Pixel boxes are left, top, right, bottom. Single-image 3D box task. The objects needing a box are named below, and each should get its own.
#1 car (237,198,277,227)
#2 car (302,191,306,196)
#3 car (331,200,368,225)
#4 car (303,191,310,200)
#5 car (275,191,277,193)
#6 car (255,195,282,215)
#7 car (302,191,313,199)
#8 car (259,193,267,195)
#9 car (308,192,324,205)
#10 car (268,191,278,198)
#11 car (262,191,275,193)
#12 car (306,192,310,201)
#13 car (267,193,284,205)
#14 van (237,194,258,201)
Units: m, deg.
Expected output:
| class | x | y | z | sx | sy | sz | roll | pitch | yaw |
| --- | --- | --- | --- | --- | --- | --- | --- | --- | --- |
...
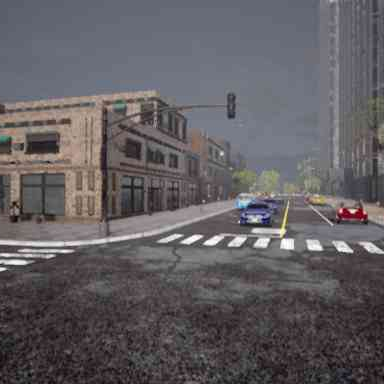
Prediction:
| class | x | y | z | sx | sy | sz | roll | pitch | yaw |
| --- | --- | --- | --- | --- | --- | --- | --- | --- | --- |
| car | 4.335 | 1.372 | 21.748 | 1.812 | 1.442 | 4.674 | 0 | 0 | 17 |
| car | 26.652 | 0.995 | 76.129 | 1.752 | 1.417 | 4.829 | 1 | 1 | 17 |
| car | 10.748 | 1.280 | 22.938 | 1.967 | 1.590 | 4.097 | 1 | 1 | 17 |
| car | 23.432 | 1.090 | 65.361 | 1.887 | 1.381 | 4.507 | 1 | 1 | 17 |
| car | 20.114 | 0.941 | 83.517 | 1.752 | 1.417 | 4.829 | 1 | 1 | 17 |
| car | 7.278 | 1.304 | 31.571 | 1.812 | 1.442 | 4.674 | 0 | 1 | 17 |
| car | 28.192 | 0.749 | 81.267 | 2.192 | 1.841 | 5.009 | 1 | 1 | 17 |
| car | 9.063 | 1.255 | 46.564 | 1.802 | 1.307 | 4.206 | 1 | 1 | 17 |
| car | 18.724 | 1.180 | 49.616 | 1.752 | 1.417 | 4.829 | 1 | 1 | 17 |
| car | 21.752 | 0.693 | 88.979 | 2.192 | 1.841 | 5.009 | 1 | 1 | 17 |
| car | 13.824 | 0.877 | 62.467 | 2.192 | 1.841 | 5.009 | 1 | 1 | 17 |
| car | 20.310 | 1.143 | 54.918 | 1.752 | 1.417 | 4.829 | 1 | 1 | 17 |
| car | 12.704 | 1.217 | 49.569 | 1.994 | 1.385 | 4.181 | 0 | 0 | 17 |
| van | 5.896 | 1.088 | 35.956 | 1.690 | 1.788 | 3.998 | 1 | 1 | 17 |
